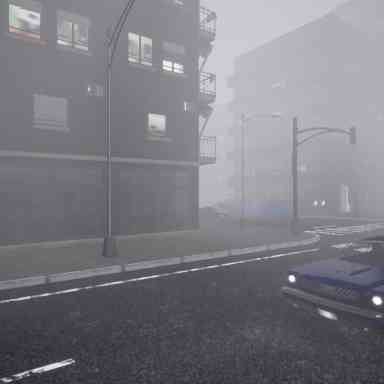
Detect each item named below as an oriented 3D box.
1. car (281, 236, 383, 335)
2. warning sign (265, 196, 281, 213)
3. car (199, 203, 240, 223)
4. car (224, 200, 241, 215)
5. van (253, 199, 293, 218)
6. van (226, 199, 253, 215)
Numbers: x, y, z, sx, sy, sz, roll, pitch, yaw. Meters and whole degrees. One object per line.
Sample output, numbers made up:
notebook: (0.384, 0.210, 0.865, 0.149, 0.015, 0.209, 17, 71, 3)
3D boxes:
car: (3.907, 1.600, 6.475, 4.718, 1.301, 1.895, 0, 0, -36)
warning sign: (9.019, 1.400, 36.960, 1.300, 1.860, 1.060, 1, 0, -36)
car: (1.788, 1.874, 28.654, 1.802, 1.307, 4.206, -1, 0, -36)
car: (2.909, 1.913, 36.854, 1.994, 1.385, 4.181, 0, -1, -36)
van: (8.528, 1.603, 33.571, 1.690, 1.788, 3.998, -1, 0, -36)
van: (5.213, 1.676, 38.087, 1.690, 1.788, 3.998, -1, 0, -36)
